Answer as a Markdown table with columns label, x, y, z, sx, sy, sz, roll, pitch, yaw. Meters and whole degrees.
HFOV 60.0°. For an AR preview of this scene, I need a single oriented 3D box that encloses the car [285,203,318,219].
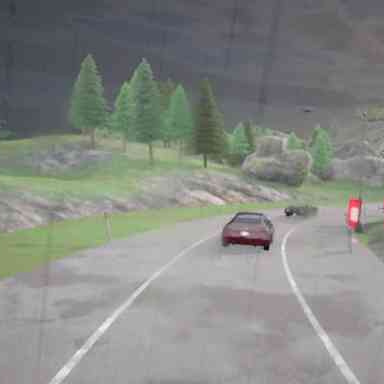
| label | x | y | z | sx | sy | sz | roll | pitch | yaw |
| --- | --- | --- | --- | --- | --- | --- | --- | --- | --- |
| car | 10.262 | 1.679 | 30.855 | 1.895 | 1.301 | 4.718 | 4 | 2 | 35 |

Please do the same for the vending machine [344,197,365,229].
| label | x | y | z | sx | sy | sz | roll | pitch | yaw |
| --- | --- | --- | --- | --- | --- | --- | --- | --- | --- |
| vending machine | 12.066 | 1.537 | 24.731 | 1.100 | 2.100 | 0.880 | 9 | 9 | 30 |

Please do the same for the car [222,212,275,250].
| label | x | y | z | sx | sy | sz | roll | pitch | yaw |
| --- | --- | --- | --- | --- | --- | --- | --- | --- | --- |
| car | 2.584 | 1.579 | 14.710 | 1.994 | 1.385 | 4.181 | 2 | 0 | 16 |
